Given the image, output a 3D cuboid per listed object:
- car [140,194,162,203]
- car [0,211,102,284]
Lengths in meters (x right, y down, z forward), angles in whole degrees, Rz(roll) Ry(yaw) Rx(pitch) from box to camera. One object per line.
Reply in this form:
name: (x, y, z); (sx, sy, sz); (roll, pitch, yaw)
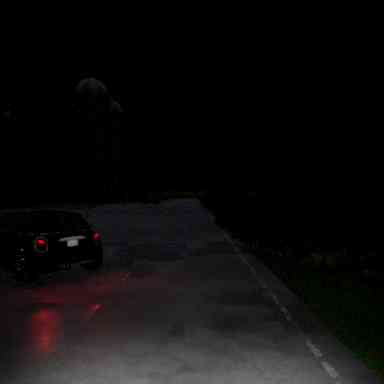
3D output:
car: (-9.012, 1.720, 70.979); (4.181, 1.381, 1.994); (0, 0, -1)
car: (-4.712, 1.330, 9.805); (4.553, 1.767, 2.097); (0, -1, 38)
